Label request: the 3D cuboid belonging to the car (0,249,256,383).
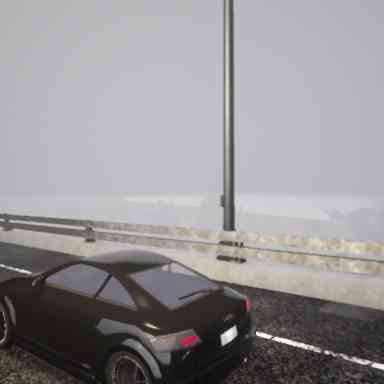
[{"bbox_3d":[-1.216,1.569,4.879,4.181,1.385,1.994,0,0,36],"label":"car"}]
